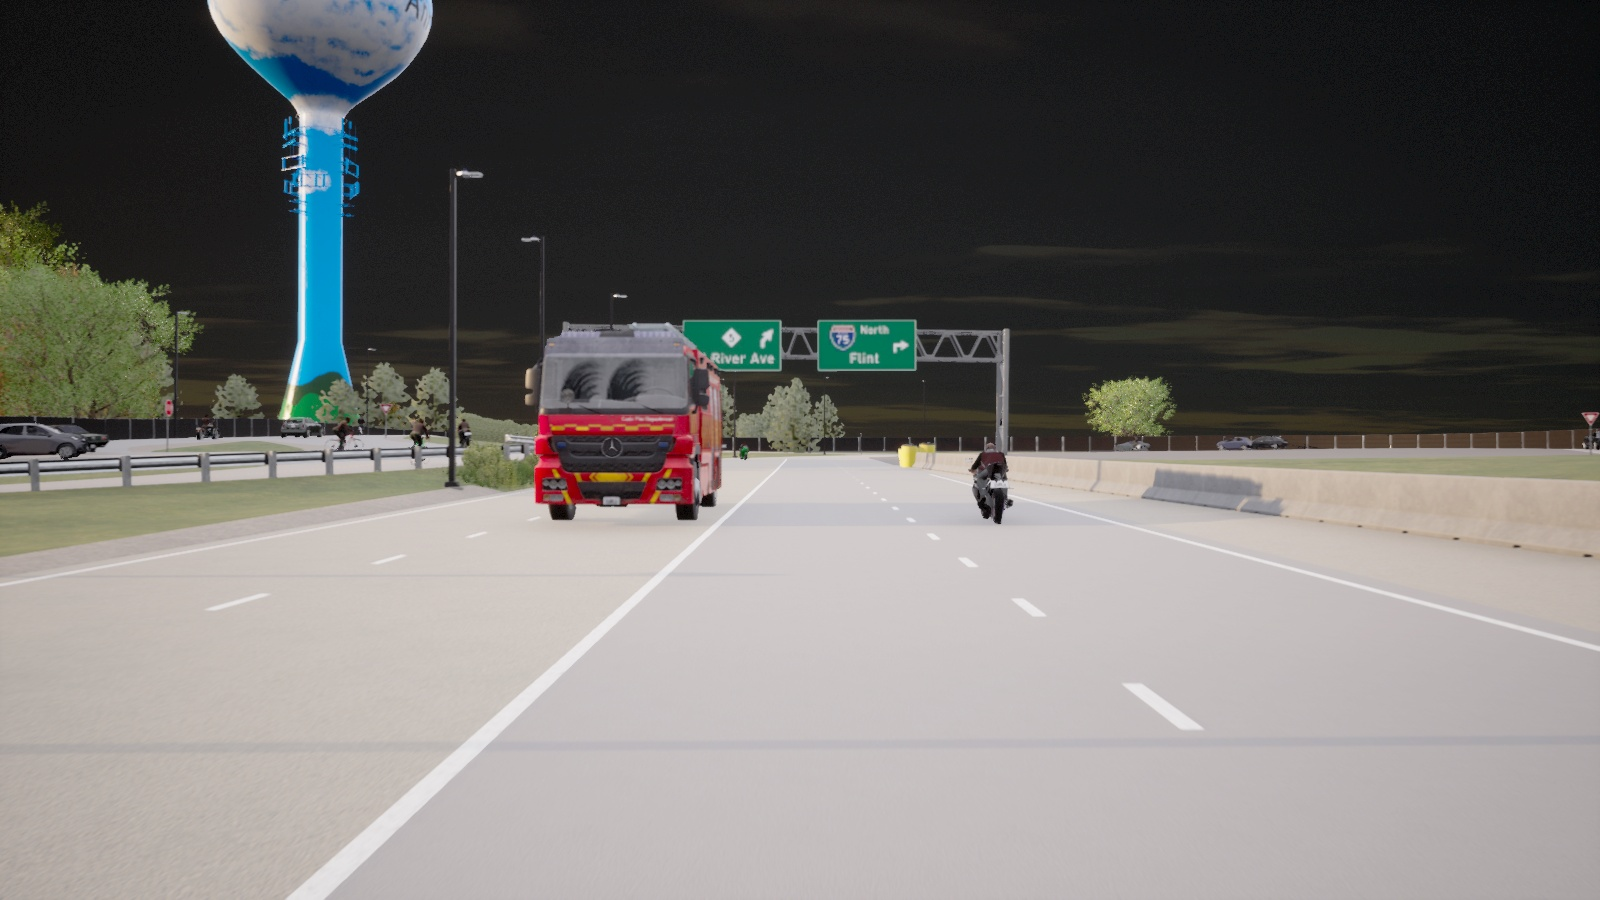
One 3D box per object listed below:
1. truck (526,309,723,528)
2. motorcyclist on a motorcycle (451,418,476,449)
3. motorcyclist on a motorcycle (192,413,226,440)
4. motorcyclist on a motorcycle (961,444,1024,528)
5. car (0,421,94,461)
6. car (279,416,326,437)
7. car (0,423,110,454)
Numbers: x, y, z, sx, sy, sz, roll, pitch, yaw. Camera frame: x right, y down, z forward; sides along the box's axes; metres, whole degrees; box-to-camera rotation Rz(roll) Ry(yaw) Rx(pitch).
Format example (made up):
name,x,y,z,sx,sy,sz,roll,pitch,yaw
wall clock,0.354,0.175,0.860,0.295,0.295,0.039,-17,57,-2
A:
name,x,y,z,sx,sy,sz,roll,pitch,yaw
truck,-3.333,-0.572,26.228,2.891,3.827,8.468,0,0,0
motorcyclist on a motorcycle,-16.852,-0.847,62.896,0.797,1.523,2.044,0,2,-27
motorcyclist on a motorcycle,-36.419,-1.471,77.373,0.766,1.649,2.350,0,1,6
motorcyclist on a motorcycle,3.653,0.648,24.019,0.866,1.530,2.191,0,0,0
car,-31.550,-0.389,52.125,3.633,1.501,1.845,-1,3,-20
car,-35.808,-1.718,90.468,1.970,1.475,3.806,0,1,-1
car,-33.894,-0.533,56.646,4.718,1.301,1.895,1,3,12
